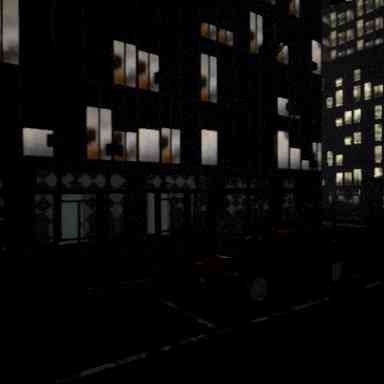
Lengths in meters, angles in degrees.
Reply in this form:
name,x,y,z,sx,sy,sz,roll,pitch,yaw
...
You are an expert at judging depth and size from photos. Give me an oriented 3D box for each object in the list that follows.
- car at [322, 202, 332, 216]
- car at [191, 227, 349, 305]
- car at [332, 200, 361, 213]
name,x,y,z,sx,sy,sz,roll,pitch,yaw
car,10.671,1.709,32.070,2.008,1.369,4.403,0,0,-35
car,2.043,1.603,8.185,4.507,1.381,1.887,1,-1,-35
car,16.659,1.612,38.029,1.752,1.417,4.829,0,0,-35
